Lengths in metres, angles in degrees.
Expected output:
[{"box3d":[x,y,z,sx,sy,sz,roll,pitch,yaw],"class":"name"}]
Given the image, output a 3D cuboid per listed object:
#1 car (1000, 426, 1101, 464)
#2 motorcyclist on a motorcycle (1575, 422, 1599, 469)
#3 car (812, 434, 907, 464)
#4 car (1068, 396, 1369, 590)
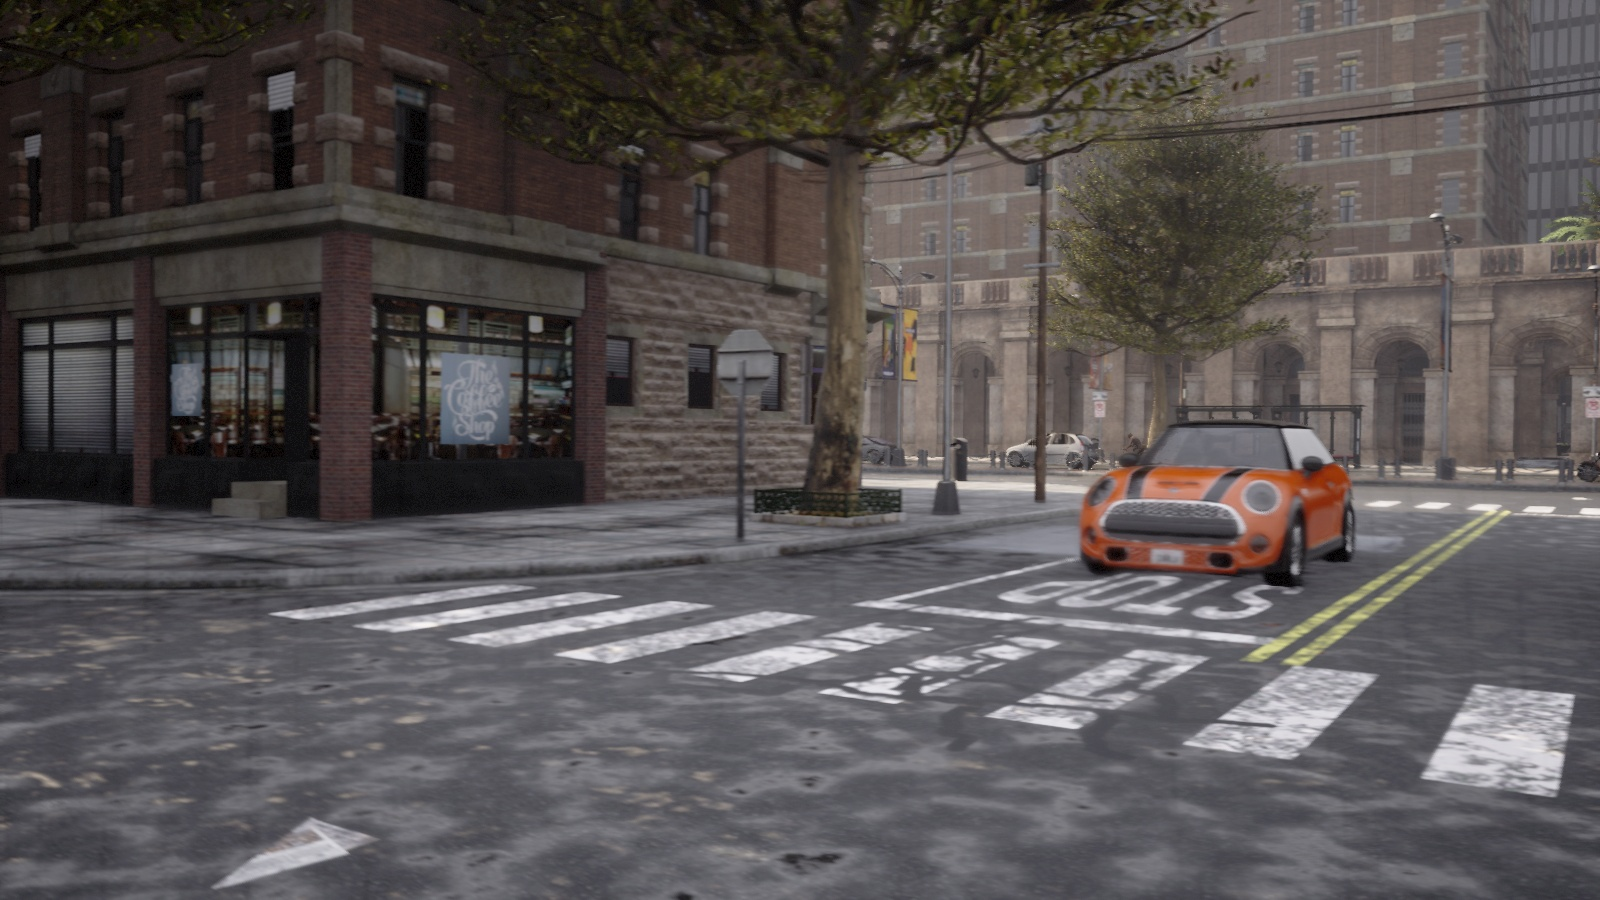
[{"box3d":[11.098,-0.232,55.705,3.988,1.617,1.851,0,1,34],"class":"car"},{"box3d":[28.591,-0.178,44.047,2.350,1.649,0.766,0,1,34],"class":"motorcyclist on a motorcycle"},{"box3d":[2.886,-0.067,61.188,4.181,1.385,1.994,0,1,33],"class":"car"},{"box3d":[4.810,0.356,13.952,2.097,1.767,4.553,0,1,33],"class":"car"}]
